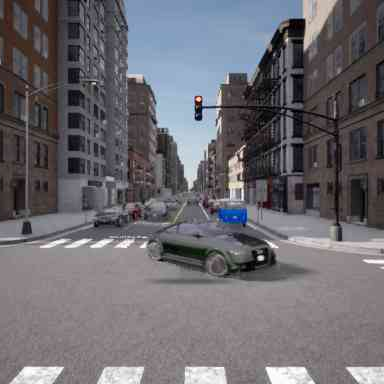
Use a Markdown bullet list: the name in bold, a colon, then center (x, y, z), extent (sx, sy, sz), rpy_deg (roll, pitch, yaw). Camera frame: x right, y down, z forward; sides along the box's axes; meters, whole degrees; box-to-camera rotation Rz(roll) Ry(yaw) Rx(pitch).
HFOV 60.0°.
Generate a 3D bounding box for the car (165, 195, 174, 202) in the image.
- **car**: center (-5.297, 1.410, 79.301), extent (1.967, 1.590, 4.097), rpy_deg (0, 0, 0)

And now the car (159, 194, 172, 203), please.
- **car**: center (-5.310, 1.293, 67.937), extent (2.192, 1.841, 5.009), rpy_deg (0, 0, 0)

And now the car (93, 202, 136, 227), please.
- **car**: center (-5.362, 1.550, 22.483), extent (2.008, 1.369, 4.403), rpy_deg (0, 0, 0)

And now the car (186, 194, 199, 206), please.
- **car**: center (0.168, 1.479, 55.380), extent (2.128, 1.511, 4.902), rpy_deg (0, 0, 0)

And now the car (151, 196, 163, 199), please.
- **car**: center (-5.336, 1.520, 45.040), extent (1.752, 1.417, 4.829), rpy_deg (0, 0, 0)

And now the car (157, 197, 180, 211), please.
- **car**: center (-2.796, 1.597, 40.565), extent (1.895, 1.301, 4.718), rpy_deg (0, 0, 0)

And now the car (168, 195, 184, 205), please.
- **car**: center (-2.685, 1.597, 56.797), extent (1.994, 1.385, 4.181), rpy_deg (0, 0, 0)

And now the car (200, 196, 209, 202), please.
- **car**: center (2.721, 1.525, 73.614), extent (2.008, 1.369, 4.403), rpy_deg (0, 0, 0)

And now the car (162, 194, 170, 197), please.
- **car**: center (-5.317, 1.548, 62.256), extent (1.947, 1.339, 4.313), rpy_deg (0, 0, 0)

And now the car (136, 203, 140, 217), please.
- **car**: center (-5.356, 1.543, 28.164), extent (1.887, 1.381, 4.507), rpy_deg (0, 0, 0)

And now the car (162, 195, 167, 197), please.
- **car**: center (-5.330, 1.556, 50.892), extent (1.947, 1.339, 4.313), rpy_deg (0, 0, 0)

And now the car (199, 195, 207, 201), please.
- **car**: center (2.734, 1.531, 84.976), extent (1.947, 1.339, 4.313), rpy_deg (0, 0, 0)

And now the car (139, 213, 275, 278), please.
- **car**: center (0.440, 1.574, 10.331), extent (1.994, 1.385, 4.181), rpy_deg (0, 0, -45)

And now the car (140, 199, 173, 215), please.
- **car**: center (-2.815, 1.524, 27.548), extent (1.812, 1.442, 4.674), rpy_deg (0, 0, 0)

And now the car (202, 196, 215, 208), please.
- **car**: center (2.689, 1.577, 45.207), extent (1.802, 1.307, 4.206), rpy_deg (0, 0, 0)

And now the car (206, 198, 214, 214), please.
- **car**: center (2.676, 1.580, 33.844), extent (1.802, 1.307, 4.206), rpy_deg (0, 0, 0)

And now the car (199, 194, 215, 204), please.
- **car**: center (2.696, 1.306, 50.889), extent (2.192, 1.841, 5.009), rpy_deg (0, 0, 0)

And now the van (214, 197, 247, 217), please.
- **van**: center (2.663, 1.340, 22.482), extent (1.690, 1.788, 3.998), rpy_deg (0, 0, 0)
